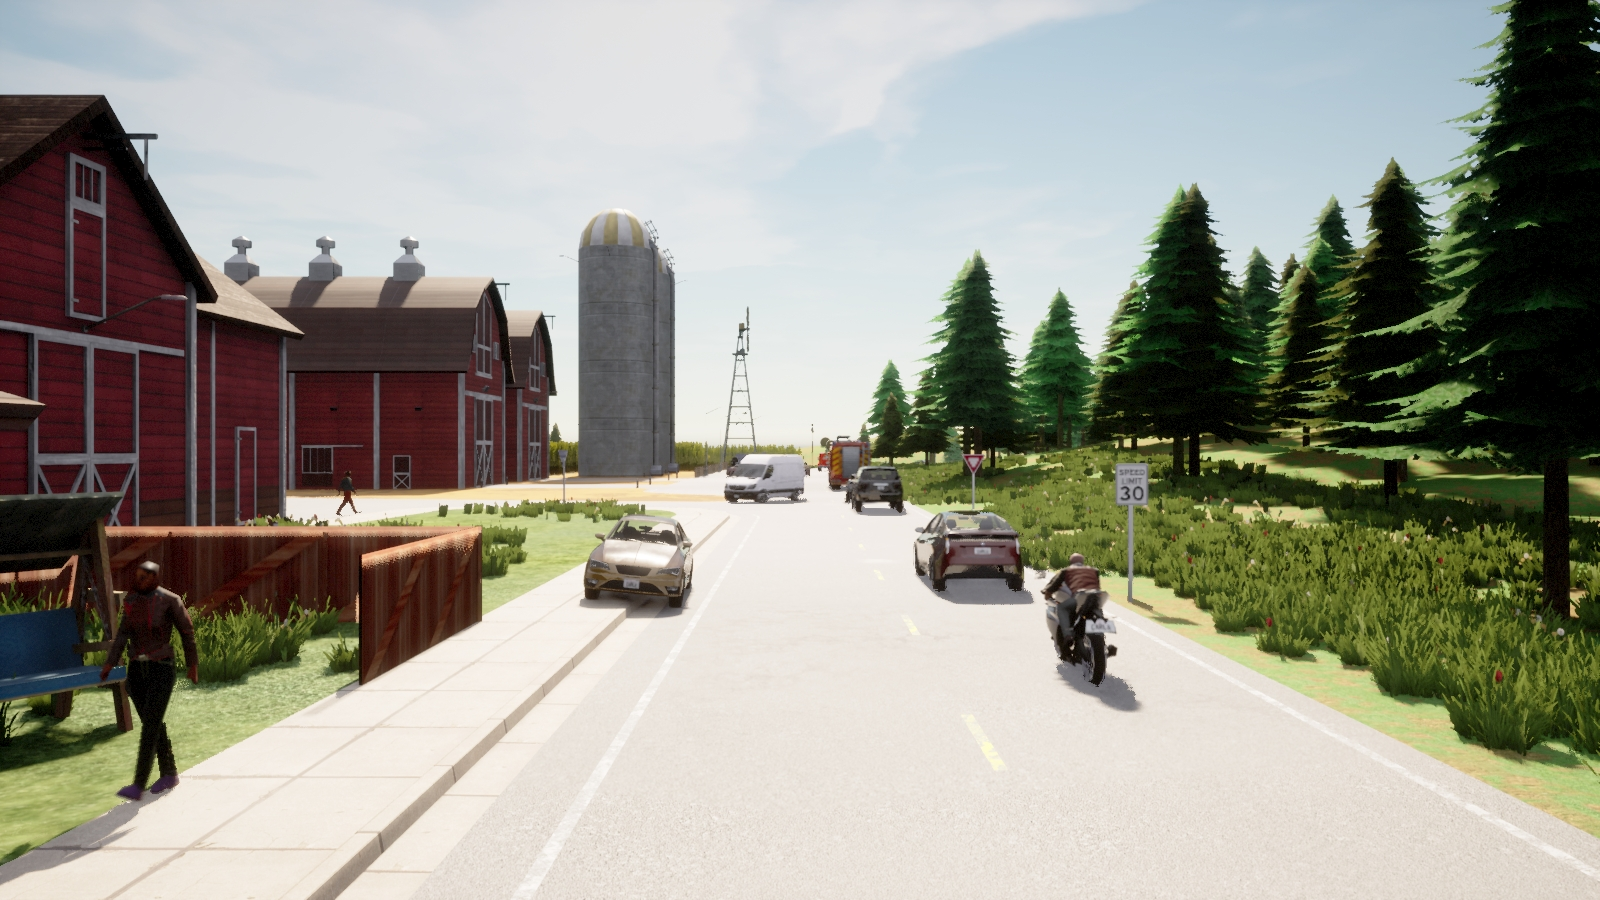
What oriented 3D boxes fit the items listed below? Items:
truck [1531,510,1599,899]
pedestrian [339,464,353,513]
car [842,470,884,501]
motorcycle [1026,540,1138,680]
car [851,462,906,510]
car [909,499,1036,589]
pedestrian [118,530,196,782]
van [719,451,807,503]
[{"bbox_3d":[3.533,1.434,0.861,2.627,2.467,5.204,0,0,0],"label":"truck"},{"bbox_3d":[-17.686,1.494,44.470,0.375,1.860,0.375,0,0,38],"label":"pedestrian"},{"bbox_3d":[3.489,1.907,62.564,2.128,1.511,4.902,0,0,5],"label":"car"},{"bbox_3d":[3.519,1.961,14.462,0.867,1.460,2.209,0,0,0],"label":"motorcycle"},{"bbox_3d":[3.554,1.622,53.007,2.150,2.045,5.566,0,0,0],"label":"car"},{"bbox_3d":[3.524,1.900,24.149,2.007,1.525,4.514,0,0,0],"label":"car"},{"bbox_3d":[-4.915,1.555,8.744,0.375,1.860,0.375,0,0,5],"label":"pedestrian"},{"bbox_3d":[-1.895,1.386,61.187,1.988,2.561,5.915,2,0,28],"label":"van"}]
